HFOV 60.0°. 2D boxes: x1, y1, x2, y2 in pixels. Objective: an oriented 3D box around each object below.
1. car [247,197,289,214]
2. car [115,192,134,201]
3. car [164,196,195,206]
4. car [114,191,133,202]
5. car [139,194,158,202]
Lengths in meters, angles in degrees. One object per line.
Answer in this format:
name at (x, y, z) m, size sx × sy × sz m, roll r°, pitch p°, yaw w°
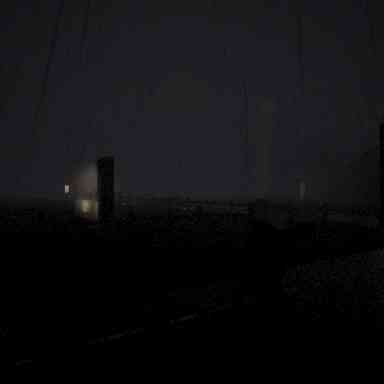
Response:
car at (7.421, 1.311, 32.035) m, size 1.837 × 1.490 × 4.892 m, roll -1°, pitch 1°, yaw -36°
car at (-13.465, 0.879, 66.055) m, size 1.882 × 1.535 × 5.008 m, roll -1°, pitch 1°, yaw -36°
car at (-1.834, 1.204, 44.944) m, size 2.033 × 1.411 × 5.357 m, roll -1°, pitch 1°, yaw -36°
car at (-12.766, 0.790, 60.359) m, size 2.150 × 2.045 × 5.566 m, roll -1°, pitch 1°, yaw -36°
car at (-7.637, 1.025, 57.998) m, size 1.812 × 1.442 × 4.674 m, roll -1°, pitch 1°, yaw -35°
